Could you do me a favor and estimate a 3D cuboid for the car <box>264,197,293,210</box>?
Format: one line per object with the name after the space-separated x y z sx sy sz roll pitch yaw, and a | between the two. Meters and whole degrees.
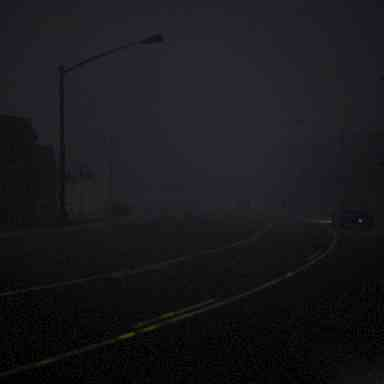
11.487 1.386 44.299 2.097 1.767 4.553 0 0 -16 | car

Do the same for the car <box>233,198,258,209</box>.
7.370 1.570 45.853 1.837 1.490 4.892 0 0 -17 | car

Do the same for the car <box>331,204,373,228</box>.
10.520 1.511 22.003 1.812 1.442 4.674 0 0 13 | car
